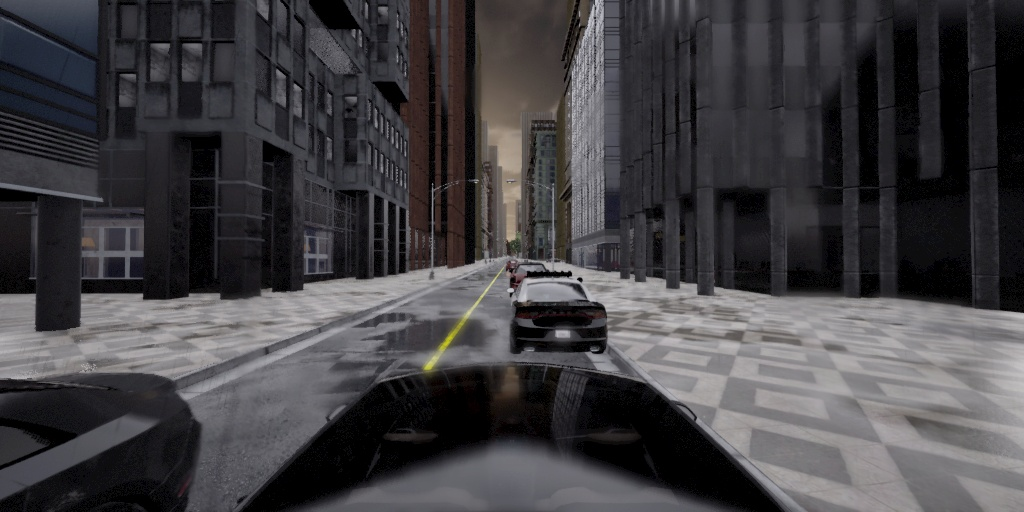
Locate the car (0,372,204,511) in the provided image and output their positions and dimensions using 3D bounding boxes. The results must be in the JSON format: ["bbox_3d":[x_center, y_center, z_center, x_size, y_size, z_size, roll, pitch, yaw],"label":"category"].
[{"bbox_3d":[-3.004,1.254,0.375,1.837,1.490,4.892,0,0,0],"label":"car"}]

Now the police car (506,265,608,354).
[{"bbox_3d":[0.907,1.177,8.902,1.930,1.638,5.238,0,0,0],"label":"police car"}]

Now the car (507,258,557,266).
[{"bbox_3d":[0.918,1.100,18.763,2.097,1.767,4.553,0,0,0],"label":"car"}]
